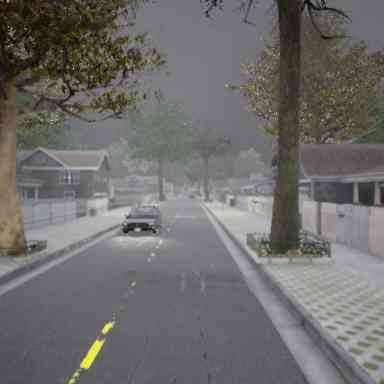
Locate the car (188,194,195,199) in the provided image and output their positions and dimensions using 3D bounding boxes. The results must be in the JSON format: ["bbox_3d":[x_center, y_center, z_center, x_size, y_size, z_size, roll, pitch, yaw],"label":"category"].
[{"bbox_3d":[-0.028,1.157,90.751,1.882,1.535,5.008,0,0,0],"label":"car"}]

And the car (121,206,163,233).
[{"bbox_3d":[-2.754,1.536,19.537,2.033,1.411,5.357,0,0,0],"label":"car"}]
